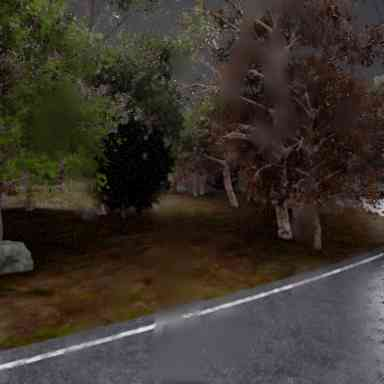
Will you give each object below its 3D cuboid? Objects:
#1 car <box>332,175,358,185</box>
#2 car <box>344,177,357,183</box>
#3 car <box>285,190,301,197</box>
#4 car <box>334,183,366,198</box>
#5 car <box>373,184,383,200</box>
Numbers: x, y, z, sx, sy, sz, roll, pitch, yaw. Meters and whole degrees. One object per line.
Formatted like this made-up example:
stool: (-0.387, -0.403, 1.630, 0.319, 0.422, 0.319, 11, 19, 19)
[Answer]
car: (32.127, -2.560, 70.039, 4.553, 1.767, 2.097, -3, 3, -7)
car: (31.923, -2.195, 66.781, 4.181, 1.385, 1.994, -3, 3, -7)
car: (13.020, 0.006, 45.417, 2.033, 1.411, 5.357, -4, 3, -9)
car: (18.969, -0.014, 38.789, 1.895, 1.301, 4.718, -5, 3, -32)
car: (20.290, -0.077, 32.851, 4.553, 1.767, 2.097, -1, 4, 44)
